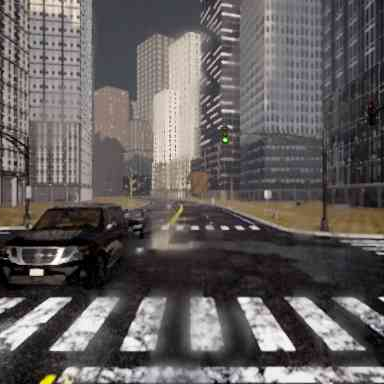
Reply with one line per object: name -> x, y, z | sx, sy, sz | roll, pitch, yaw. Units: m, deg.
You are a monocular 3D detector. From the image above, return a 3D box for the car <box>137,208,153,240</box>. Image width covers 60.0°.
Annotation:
car -> -3.265, 1.660, 18.183 | 2.128, 1.511, 4.902 | 0, -1, 0

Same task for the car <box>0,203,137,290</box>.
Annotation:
car -> -3.256, 1.364, 9.727 | 2.150, 2.045, 5.566 | 0, -1, 0

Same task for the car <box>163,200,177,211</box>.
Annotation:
car -> -3.310, 1.978, 50.032 | 2.128, 1.511, 4.902 | 0, 0, 0
